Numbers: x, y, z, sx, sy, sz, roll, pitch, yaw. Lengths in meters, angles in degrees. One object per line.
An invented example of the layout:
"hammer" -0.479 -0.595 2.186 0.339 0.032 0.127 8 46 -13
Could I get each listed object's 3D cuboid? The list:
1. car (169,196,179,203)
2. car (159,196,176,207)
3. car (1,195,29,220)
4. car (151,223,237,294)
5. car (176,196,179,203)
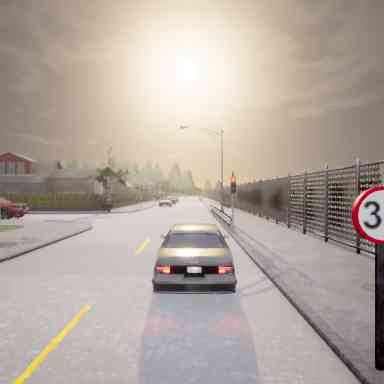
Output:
"car" -3.901 1.553 71.610 1.994 1.385 4.181 0 0 0
"car" -4.025 1.547 51.761 2.033 1.411 5.357 0 0 0
"car" -16.580 1.221 27.575 5.566 2.045 2.150 0 0 0
"car" 0.066 1.547 8.921 2.033 1.411 5.357 0 0 1
"car" -3.979 1.478 61.606 1.882 1.535 5.008 0 0 0
